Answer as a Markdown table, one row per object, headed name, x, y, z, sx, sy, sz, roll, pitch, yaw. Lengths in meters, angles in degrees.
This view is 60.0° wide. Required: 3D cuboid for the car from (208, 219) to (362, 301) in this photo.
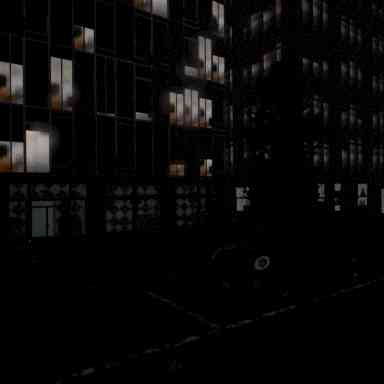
| name | x | y | z | sx | sy | sz | roll | pitch | yaw |
| --- | --- | --- | --- | --- | --- | --- | --- | --- | --- |
| car | 2.344 | 1.439 | 8.225 | 4.097 | 1.590 | 1.967 | 0 | -1 | -35 |
